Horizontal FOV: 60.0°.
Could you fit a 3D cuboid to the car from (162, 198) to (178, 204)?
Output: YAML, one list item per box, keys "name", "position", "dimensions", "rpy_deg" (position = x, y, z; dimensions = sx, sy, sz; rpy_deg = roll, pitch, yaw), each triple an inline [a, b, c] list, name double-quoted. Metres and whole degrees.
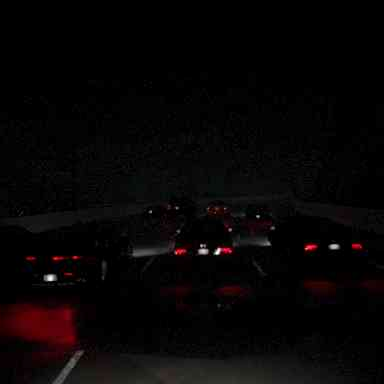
- name: "car"
  position: [-5.339, 2.117, 81.700]
  dimensions: [1.895, 1.301, 4.718]
  rpy_deg: [-2, -1, 22]

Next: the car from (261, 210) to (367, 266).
- name: "car"
  position: [3.923, 1.532, 11.382]
  dimensions: [2.033, 1.411, 5.357]
  rpy_deg: [-2, 0, 3]

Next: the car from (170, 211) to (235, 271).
- name: "car"
  position: [0.418, 1.638, 11.302]
  dimensions: [2.033, 1.411, 5.357]
  rpy_deg: [-2, 0, 3]

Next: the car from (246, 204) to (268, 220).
- name: "car"
  position: [5.625, 1.693, 29.043]
  dimensions: [1.895, 1.301, 4.718]
  rpy_deg: [-2, -1, 8]

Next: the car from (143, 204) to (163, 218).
- name: "car"
  position: [-3.883, 2.011, 36.011]
  dimensions: [1.994, 1.385, 4.181]
  rpy_deg: [-2, 0, 10]

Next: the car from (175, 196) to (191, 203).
- name: "car"
  position: [-2.096, 1.888, 80.399]
  dimensions: [1.882, 1.535, 5.008]
  rpy_deg: [-2, -1, 22]

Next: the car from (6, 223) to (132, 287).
- name: "car"
  position: [-3.132, 1.694, 9.966]
  dimensions: [1.837, 1.490, 4.892]
  rpy_deg: [-2, 0, 2]

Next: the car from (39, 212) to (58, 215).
- name: "car"
  position: [-17.087, 2.402, 42.474]
  dimensions: [2.128, 1.511, 4.902]
  rpy_deg: [-2, -1, 11]

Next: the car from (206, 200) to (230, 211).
- name: "car"
  position: [2.563, 1.565, 32.068]
  dimensions: [2.097, 1.767, 4.553]
  rpy_deg: [-2, -1, 9]

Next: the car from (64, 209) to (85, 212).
- name: "car"
  position: [-13.806, 2.360, 41.014]
  dimensions: [1.994, 1.385, 4.181]
  rpy_deg: [-2, -1, 11]

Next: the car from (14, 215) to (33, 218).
- name: "car"
  position: [-20.735, 2.524, 42.039]
  dimensions: [1.837, 1.490, 4.892]
  rpy_deg: [-2, -1, 11]

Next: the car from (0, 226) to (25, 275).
- name: "car"
  position: [-6.590, 1.852, 11.222]
  dimensions: [2.033, 1.411, 5.357]
  rpy_deg: [-2, 0, 2]

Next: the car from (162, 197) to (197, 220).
- name: "car"
  position: [-0.923, 1.549, 32.679]
  dimensions: [2.150, 2.045, 5.566]
  rpy_deg: [-2, 0, 9]
